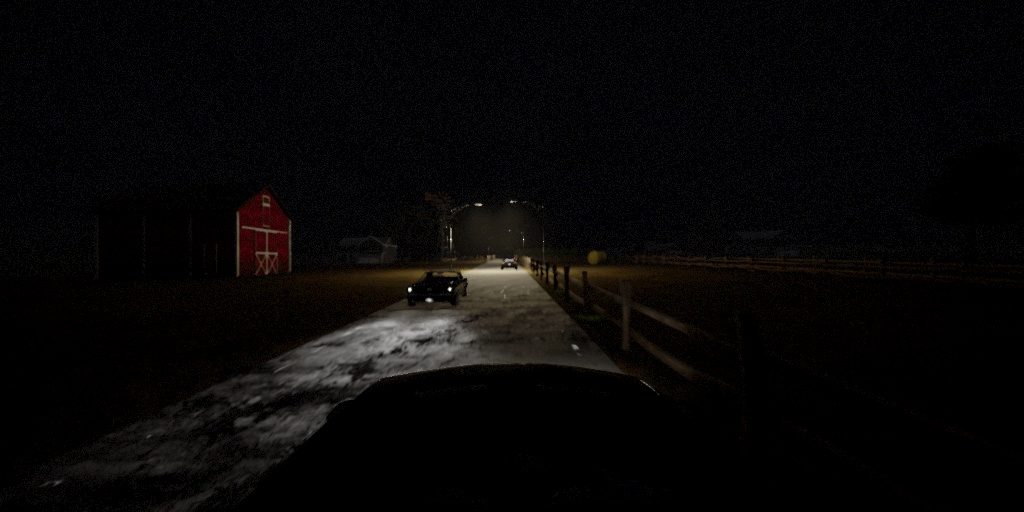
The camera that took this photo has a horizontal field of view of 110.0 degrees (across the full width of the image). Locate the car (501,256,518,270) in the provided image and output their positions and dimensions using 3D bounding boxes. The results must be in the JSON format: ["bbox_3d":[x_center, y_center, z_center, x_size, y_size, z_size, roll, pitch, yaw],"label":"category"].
[{"bbox_3d":[-0.335,0.920,44.140,1.994,1.385,4.181,-1,1,-1],"label":"car"}]

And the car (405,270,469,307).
[{"bbox_3d":[-2.977,1.259,15.069,1.895,1.301,4.718,-1,1,-1],"label":"car"}]
